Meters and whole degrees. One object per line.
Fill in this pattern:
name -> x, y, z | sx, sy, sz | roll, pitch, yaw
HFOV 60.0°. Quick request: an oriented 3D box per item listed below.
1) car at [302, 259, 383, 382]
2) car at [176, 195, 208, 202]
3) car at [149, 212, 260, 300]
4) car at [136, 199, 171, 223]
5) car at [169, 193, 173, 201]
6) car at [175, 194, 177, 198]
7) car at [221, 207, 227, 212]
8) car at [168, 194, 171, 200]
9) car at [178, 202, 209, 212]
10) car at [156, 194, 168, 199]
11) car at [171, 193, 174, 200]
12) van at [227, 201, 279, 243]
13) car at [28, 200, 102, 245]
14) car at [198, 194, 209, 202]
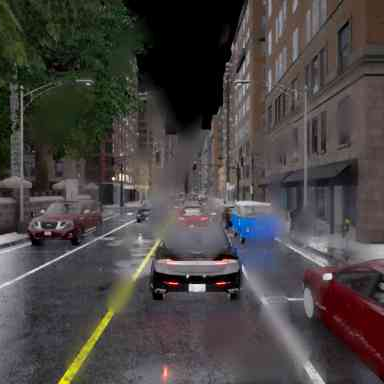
car -> 2.851, 1.544, 4.338 | 1.887, 1.381, 4.507 | 0, 0, 0
car -> 0.025, 1.338, 27.565 | 2.097, 1.767, 4.553 | 0, 0, 2
car -> 0.093, 1.490, 8.346 | 2.128, 1.511, 4.902 | 0, 0, 0
car -> -3.025, 1.535, 25.626 | 2.033, 1.411, 5.357 | 0, 0, 0
car -> -5.727, 1.493, 70.202 | 1.887, 1.381, 4.507 | 0, 0, 0
car -> -5.740, 1.496, 86.554 | 2.008, 1.369, 4.403 | 0, 0, 0
car -> 2.838, 1.557, 21.319 | 1.947, 1.339, 4.313 | 0, 0, 0
car -> -5.722, 1.502, 64.751 | 2.008, 1.369, 4.403 | 0, 0, 0
car -> 0.088, 1.519, 18.608 | 1.812, 1.442, 4.674 | 0, 0, 0
car -> -5.718, 1.480, 59.131 | 1.752, 1.417, 4.829 | 0, 0, 0
car -> -5.731, 1.491, 75.653 | 1.887, 1.381, 4.507 | 0, 0, 0
van -> 2.842, 1.336, 15.659 | 1.690, 1.788, 3.998 | 0, 0, 0
car -> -5.682, 1.310, 15.612 | 2.192, 1.841, 5.009 | 0, 0, 0
car -> 2.793, 1.386, 75.696 | 1.967, 1.590, 4.097 | 0, 0, 0
